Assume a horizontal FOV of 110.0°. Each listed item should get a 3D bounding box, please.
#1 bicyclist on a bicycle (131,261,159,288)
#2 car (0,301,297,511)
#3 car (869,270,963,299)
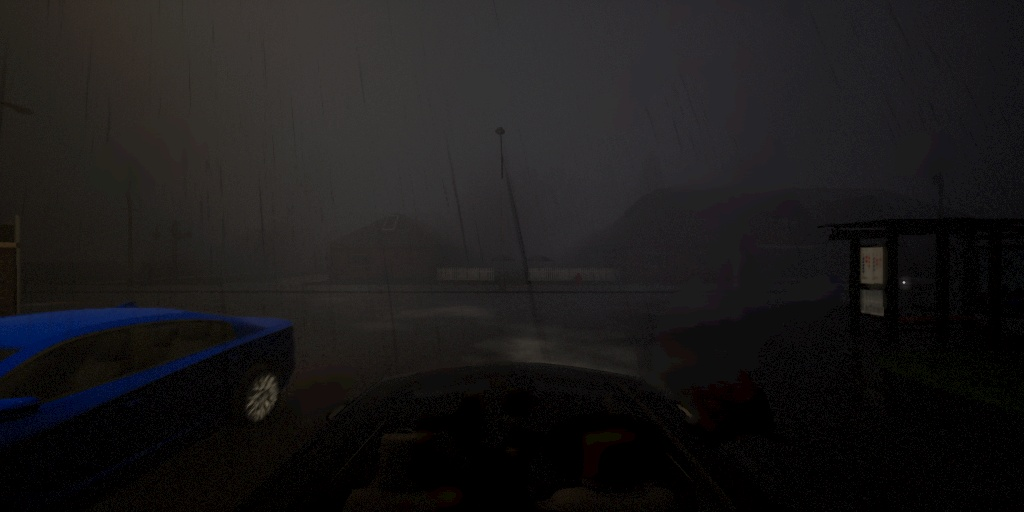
[{"bbox_3d":[-22.104,1.099,21.627,0.582,1.620,1.656,0,0,0],"label":"bicyclist on a bicycle"},{"bbox_3d":[-3.891,1.227,2.796,1.882,1.535,5.008,0,0,1],"label":"car"},{"bbox_3d":[20.338,1.351,17.314,4.718,1.301,1.895,0,0,0],"label":"car"}]
